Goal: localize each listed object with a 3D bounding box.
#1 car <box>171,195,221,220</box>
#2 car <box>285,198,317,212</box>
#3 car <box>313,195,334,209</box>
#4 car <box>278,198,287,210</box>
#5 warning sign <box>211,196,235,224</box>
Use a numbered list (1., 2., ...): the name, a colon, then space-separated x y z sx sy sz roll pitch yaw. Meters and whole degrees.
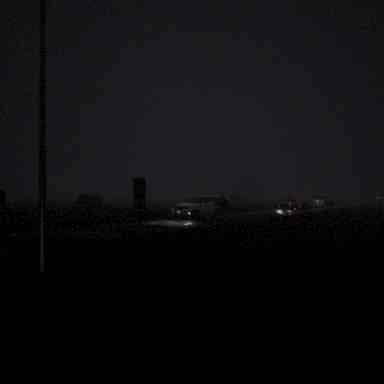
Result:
1. car: 0.535 1.332 29.870 2.150 2.045 5.566 0 0 37
2. car: 14.283 1.841 43.497 1.895 1.301 4.718 0 0 37
3. car: 20.346 1.522 51.730 2.150 2.045 5.566 0 0 37
4. car: 14.127 1.613 48.010 2.097 1.767 4.553 0 0 37
5. warning sign: 2.162 1.195 23.161 1.300 1.860 1.060 1 0 37
